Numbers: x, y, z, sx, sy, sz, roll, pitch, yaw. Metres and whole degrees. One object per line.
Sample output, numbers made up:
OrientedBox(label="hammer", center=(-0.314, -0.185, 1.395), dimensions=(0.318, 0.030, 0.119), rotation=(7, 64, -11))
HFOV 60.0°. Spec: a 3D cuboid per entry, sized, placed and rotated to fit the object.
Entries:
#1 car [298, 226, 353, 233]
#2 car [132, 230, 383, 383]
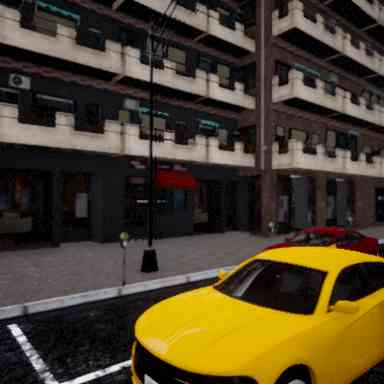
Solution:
OrientedBox(label="car", center=(3.890, 1.737, 9.837), dimensions=(4.507, 1.381, 1.887), rotation=(1, -1, -39))
OrientedBox(label="car", center=(1.576, 1.570, 4.680), dimensions=(5.008, 1.535, 1.882), rotation=(1, -1, -39))
